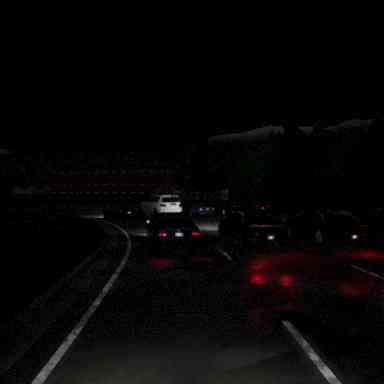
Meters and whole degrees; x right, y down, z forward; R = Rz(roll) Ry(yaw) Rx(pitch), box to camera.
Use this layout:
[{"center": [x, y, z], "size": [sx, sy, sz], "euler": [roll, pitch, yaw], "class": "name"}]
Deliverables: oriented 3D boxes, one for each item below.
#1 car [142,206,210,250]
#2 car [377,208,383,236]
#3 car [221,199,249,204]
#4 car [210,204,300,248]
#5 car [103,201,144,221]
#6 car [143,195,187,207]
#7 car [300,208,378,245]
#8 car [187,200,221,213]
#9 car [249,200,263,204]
[{"center": [-0.899, 1.563, 14.274], "size": [2.033, 1.411, 5.357], "euler": [0, 0, -10], "class": "car"}, {"center": [9.438, 1.495, 16.114], "size": [2.128, 1.511, 4.902], "euler": [0, 0, -10], "class": "car"}, {"center": [3.060, 1.516, 33.067], "size": [1.837, 1.490, 4.892], "euler": [0, 0, -31], "class": "car"}, {"center": [2.547, 1.495, 14.888], "size": [2.128, 1.511, 4.902], "euler": [0, 0, -10], "class": "car"}, {"center": [-5.926, 1.572, 27.636], "size": [1.994, 1.385, 4.181], "euler": [0, 0, -31], "class": "car"}, {"center": [-2.946, 1.258, 29.472], "size": [2.150, 2.045, 5.566], "euler": [0, 0, -31], "class": "car"}, {"center": [5.993, 1.516, 15.501], "size": [1.837, 1.490, 4.892], "euler": [0, 0, -10], "class": "car"}, {"center": [0.065, 1.563, 31.257], "size": [2.033, 1.411, 5.357], "euler": [0, 0, -31], "class": "car"}, {"center": [6.056, 1.572, 34.877], "size": [1.994, 1.385, 4.181], "euler": [0, 0, -31], "class": "car"}]
